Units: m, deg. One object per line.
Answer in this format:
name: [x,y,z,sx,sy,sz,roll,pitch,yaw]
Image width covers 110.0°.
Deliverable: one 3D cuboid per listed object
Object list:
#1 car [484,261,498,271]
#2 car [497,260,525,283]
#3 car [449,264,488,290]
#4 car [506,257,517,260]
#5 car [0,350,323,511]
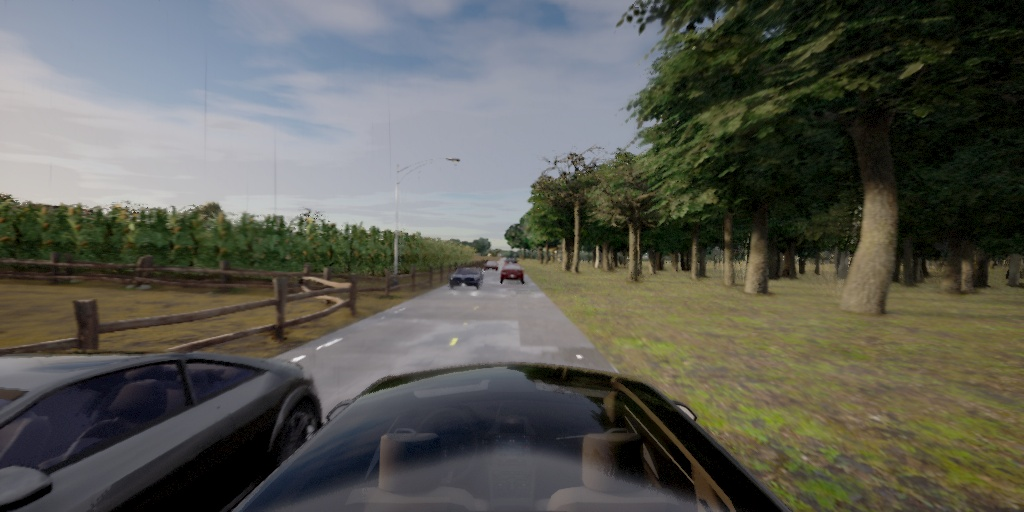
car: [-2.934,1.446,52.401,1.882,1.535,5.008,1,0,0]
car: [0.018,1.375,29.788,1.882,1.535,5.008,1,0,0]
car: [-2.881,1.434,23.508,1.895,1.301,4.718,1,0,0]
car: [-0.093,1.208,55.044,2.150,2.045,5.566,1,0,0]
car: [-2.808,1.279,1.771,1.994,1.385,4.181,1,0,0]
